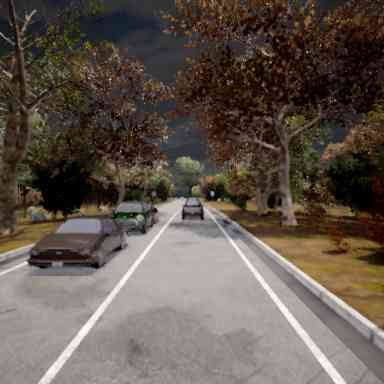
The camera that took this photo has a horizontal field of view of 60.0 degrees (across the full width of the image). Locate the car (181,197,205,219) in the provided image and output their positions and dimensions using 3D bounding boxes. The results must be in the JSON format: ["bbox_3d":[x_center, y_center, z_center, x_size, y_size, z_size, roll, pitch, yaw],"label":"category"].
[{"bbox_3d":[0.076,1.477,28.792,2.128,1.511,4.902,0,0,0],"label":"car"}]

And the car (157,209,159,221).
[{"bbox_3d":[-3.515,1.533,24.301,1.994,1.385,4.181,0,0,0],"label":"car"}]

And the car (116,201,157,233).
[{"bbox_3d":[-3.459,1.320,19.135,2.097,1.767,4.553,0,0,0],"label":"car"}]

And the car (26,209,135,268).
[{"bbox_3d":[-3.568,1.537,11.499,2.033,1.411,5.357,0,0,0],"label":"car"}]

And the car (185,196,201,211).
[{"bbox_3d":[0.150,1.477,43.771,2.097,1.767,4.553,0,-1,1],"label":"car"}]
